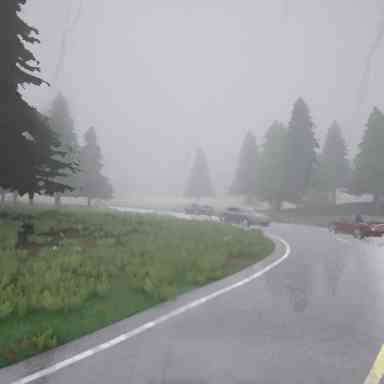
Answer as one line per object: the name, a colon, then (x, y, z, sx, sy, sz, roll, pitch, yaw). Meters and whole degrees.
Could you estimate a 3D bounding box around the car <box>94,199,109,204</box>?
car: (-17.148, 2.063, 63.078, 2.097, 1.767, 4.553, 2, -1, -29)

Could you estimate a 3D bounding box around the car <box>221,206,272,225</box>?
car: (3.891, 1.800, 24.825, 1.837, 1.490, 4.892, 2, -2, -26)

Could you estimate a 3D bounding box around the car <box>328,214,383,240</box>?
car: (9.318, 1.866, 18.343, 1.895, 1.301, 4.718, 1, -1, -2)

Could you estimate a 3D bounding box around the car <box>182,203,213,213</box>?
car: (0.593, 2.029, 38.080, 1.837, 1.490, 4.892, 2, -2, -29)
